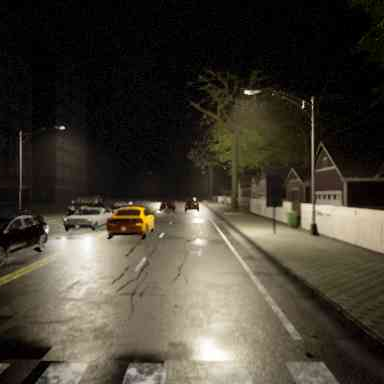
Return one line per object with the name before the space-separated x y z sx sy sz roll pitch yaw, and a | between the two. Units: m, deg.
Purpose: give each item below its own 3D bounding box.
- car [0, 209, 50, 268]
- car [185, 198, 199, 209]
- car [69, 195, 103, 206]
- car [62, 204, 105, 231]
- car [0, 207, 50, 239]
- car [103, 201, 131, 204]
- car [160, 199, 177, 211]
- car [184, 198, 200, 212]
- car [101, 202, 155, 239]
car | -6.592 1.546 11.341 2.128 1.511 4.902 0 0 0
car | 0.018 1.683 51.133 2.128 1.511 4.902 0 0 0
car | -9.823 1.357 31.294 2.150 2.045 5.566 0 0 0
car | -6.586 1.691 21.324 1.895 1.301 4.718 0 0 0
car | -9.838 1.655 18.667 1.994 1.385 4.181 0 0 0
car | -6.573 1.620 31.662 2.128 1.511 4.902 0 0 0
car | -3.135 1.693 43.592 1.812 1.442 4.674 0 0 0
car | 0.014 1.692 40.693 2.033 1.411 5.357 0 0 0
car | -3.145 1.544 17.781 1.882 1.535 5.008 0 0 0
